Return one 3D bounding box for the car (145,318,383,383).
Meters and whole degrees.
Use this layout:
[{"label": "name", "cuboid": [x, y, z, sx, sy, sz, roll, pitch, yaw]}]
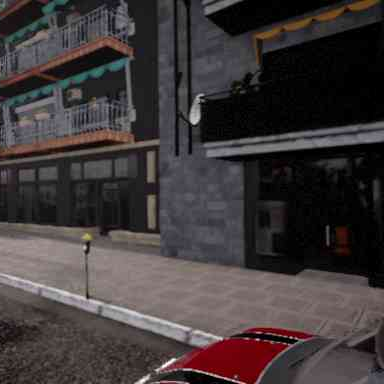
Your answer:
[{"label": "car", "cuboid": [1.388, 1.440, 1.746, 4.097, 1.590, 1.967, 0, -1, 35]}]
